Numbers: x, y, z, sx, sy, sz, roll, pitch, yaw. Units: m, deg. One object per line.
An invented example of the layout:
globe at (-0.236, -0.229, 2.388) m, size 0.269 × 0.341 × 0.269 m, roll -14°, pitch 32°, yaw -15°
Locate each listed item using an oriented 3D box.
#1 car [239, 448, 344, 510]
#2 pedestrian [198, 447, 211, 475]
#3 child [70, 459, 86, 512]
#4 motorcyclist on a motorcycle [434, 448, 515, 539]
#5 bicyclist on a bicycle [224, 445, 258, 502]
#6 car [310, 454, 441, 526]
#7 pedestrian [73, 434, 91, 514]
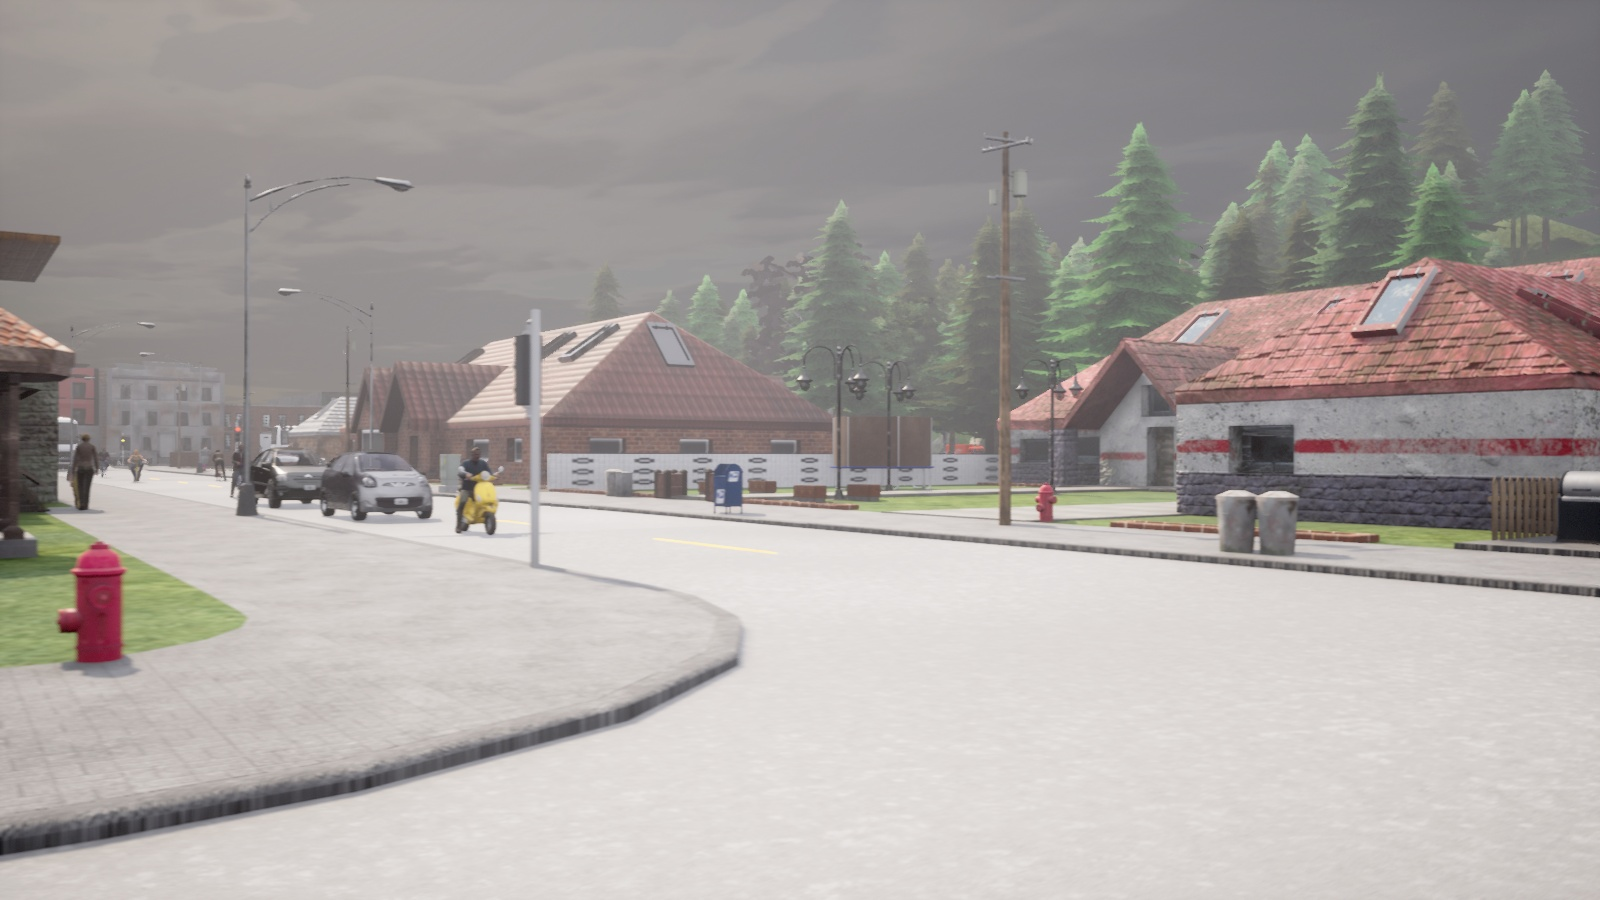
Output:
car at (-14.093, 0.758, 34.693) m, size 1.851 × 1.617 × 3.988 m, roll 0°, pitch 0°, yaw -35°
pedestrian at (-42.424, 0.762, 89.430) m, size 0.659 × 1.952 × 0.873 m, roll 0°, pitch 0°, yaw -35°
child at (-17.328, 0.845, 30.123) m, size 0.270 × 1.263 × 0.437 m, roll 0°, pitch 0°, yaw -39°
motorcyclist on a motorcycle at (-5.998, 0.767, 23.065) m, size 0.866 × 1.590 × 1.817 m, roll 0°, pitch 0°, yaw -35°
bicyclist on a bicycle at (-17.878, 0.751, 40.124) m, size 0.659 × 1.776 × 1.843 m, roll 0°, pitch 0°, yaw -35°
car at (-9.585, 0.848, 28.224) m, size 1.845 × 1.501 × 3.633 m, roll 0°, pitch 0°, yaw -35°
pedestrian at (-16.802, 0.562, 29.387) m, size 0.331 × 1.846 × 0.634 m, roll 0°, pitch 0°, yaw -34°
